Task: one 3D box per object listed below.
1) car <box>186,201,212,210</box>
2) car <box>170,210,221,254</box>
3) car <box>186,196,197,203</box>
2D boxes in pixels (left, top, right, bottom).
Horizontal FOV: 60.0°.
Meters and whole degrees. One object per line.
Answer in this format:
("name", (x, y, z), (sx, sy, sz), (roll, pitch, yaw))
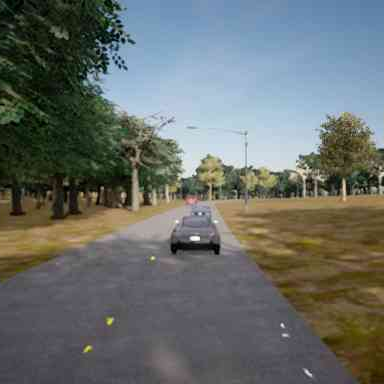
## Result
("car", (0.768, 1.811, 28.848), (2.033, 1.411, 5.357), (0, 0, 3))
("car", (0.173, 1.694, 14.195), (1.994, 1.385, 4.181), (0, 0, 2))
("car", (-0.041, 1.891, 71.468), (2.150, 2.045, 5.566), (0, -1, 3))
